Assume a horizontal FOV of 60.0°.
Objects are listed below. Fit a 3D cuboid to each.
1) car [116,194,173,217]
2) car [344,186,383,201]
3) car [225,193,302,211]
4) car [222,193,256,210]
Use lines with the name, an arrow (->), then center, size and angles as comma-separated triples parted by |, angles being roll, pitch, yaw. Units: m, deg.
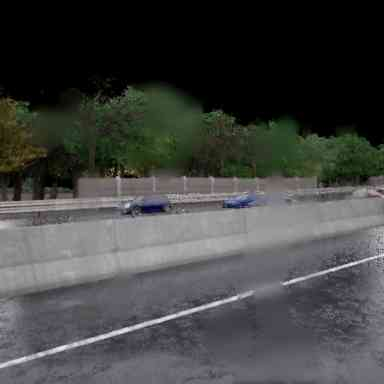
car -> -3.844, 0.979, 27.048 | 4.553, 1.767, 2.097 | -2, 1, -35
car -> 17.249, 0.470, 33.498 | 4.674, 1.442, 1.812 | -2, 1, -35
car -> 4.755, 1.021, 20.287 | 4.902, 1.511, 2.128 | -2, 1, -35
car -> 4.849, 0.844, 28.952 | 5.008, 1.535, 1.882 | -2, 1, -35
